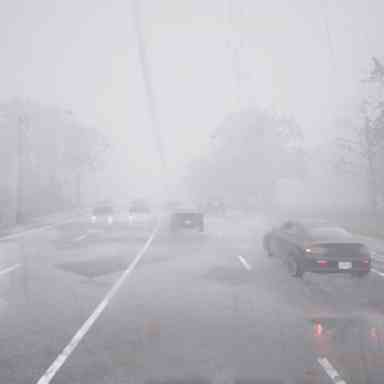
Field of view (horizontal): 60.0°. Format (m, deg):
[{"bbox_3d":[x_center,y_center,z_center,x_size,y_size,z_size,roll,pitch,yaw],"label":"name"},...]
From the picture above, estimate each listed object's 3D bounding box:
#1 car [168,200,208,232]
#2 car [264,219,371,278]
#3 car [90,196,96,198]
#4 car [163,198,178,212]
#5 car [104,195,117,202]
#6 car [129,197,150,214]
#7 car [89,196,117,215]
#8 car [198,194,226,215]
[{"bbox_3d":[-0.364,1.482,20.401,1.882,1.535,5.008,0,0,-3],"label":"car"},{"bbox_3d":[3.506,1.527,10.005,1.812,1.442,4.674,0,0,-1],"label":"car"},{"bbox_3d":[-21.257,1.488,72.707,1.994,1.385,4.181,0,0,-26],"label":"car"},{"bbox_3d":[-2.308,1.486,38.687,1.882,1.535,5.008,0,0,-9],"label":"car"},{"bbox_3d":[-18.203,1.491,74.419,1.994,1.385,4.181,0,0,-26],"label":"car"},{"bbox_3d":[-5.478,1.357,34.863,2.097,1.767,4.553,0,0,-8],"label":"car"},{"bbox_3d":[-8.828,1.479,33.624,1.882,1.535,5.008,0,0,-8],"label":"car"},{"bbox_3d":[1.927,1.231,34.092,2.150,2.045,5.566,0,0,-7],"label":"car"}]
